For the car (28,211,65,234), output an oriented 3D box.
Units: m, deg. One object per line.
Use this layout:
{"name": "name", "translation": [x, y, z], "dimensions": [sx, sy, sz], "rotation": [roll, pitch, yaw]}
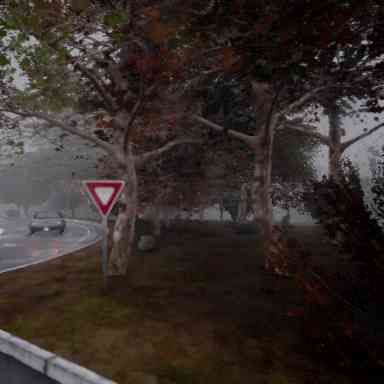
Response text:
{"name": "car", "translation": [-9.104, 1.845, 21.114], "dimensions": [1.895, 1.301, 4.718], "rotation": [0, 0, -20]}
